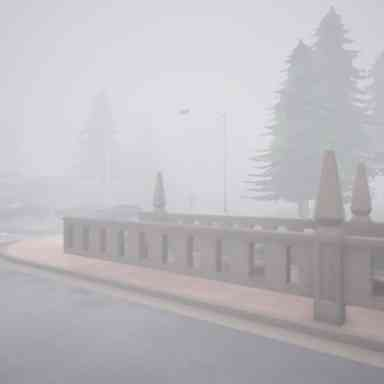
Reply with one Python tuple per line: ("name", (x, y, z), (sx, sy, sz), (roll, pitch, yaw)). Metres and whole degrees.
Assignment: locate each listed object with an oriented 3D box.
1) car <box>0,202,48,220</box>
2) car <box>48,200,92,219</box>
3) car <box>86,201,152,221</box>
("car", (-14.507, 1.561, 28.594), (1.812, 1.442, 4.674), (0, 0, 38))
("car", (-9.563, 1.510, 29.276), (1.882, 1.535, 5.008), (0, 0, 38))
("car", (-4.786, 1.530, 23.807), (1.837, 1.490, 4.892), (0, 0, 38))
